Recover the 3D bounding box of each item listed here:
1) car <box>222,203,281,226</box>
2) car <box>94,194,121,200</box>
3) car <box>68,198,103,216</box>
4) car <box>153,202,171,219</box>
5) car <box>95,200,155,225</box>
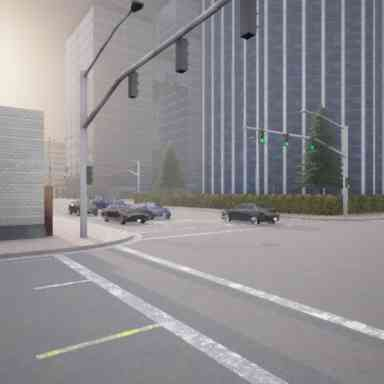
[{"bbox_3d":[4.219,1.561,24.467,1.837,1.490,4.892,0,0,-36],"label":"car"},{"bbox_3d":[-9.309,1.277,36.969,2.150,2.045,5.566,0,0,-36],"label":"car"},{"bbox_3d":[-10.910,1.560,33.192,1.837,1.490,4.892,0,0,-36],"label":"car"},{"bbox_3d":[-3.644,1.581,29.099,1.812,1.442,4.674,0,0,-36],"label":"car"},{"bbox_3d":[-5.237,1.603,25.285,2.033,1.411,5.357,0,0,-36],"label":"car"}]
